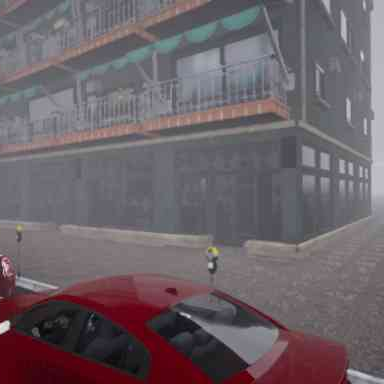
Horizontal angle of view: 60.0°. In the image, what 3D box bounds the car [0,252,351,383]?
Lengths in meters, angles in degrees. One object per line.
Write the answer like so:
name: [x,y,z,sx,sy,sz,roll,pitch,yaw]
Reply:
car: [-0.790,1.555,3.441,4.507,1.381,1.887,0,0,36]
